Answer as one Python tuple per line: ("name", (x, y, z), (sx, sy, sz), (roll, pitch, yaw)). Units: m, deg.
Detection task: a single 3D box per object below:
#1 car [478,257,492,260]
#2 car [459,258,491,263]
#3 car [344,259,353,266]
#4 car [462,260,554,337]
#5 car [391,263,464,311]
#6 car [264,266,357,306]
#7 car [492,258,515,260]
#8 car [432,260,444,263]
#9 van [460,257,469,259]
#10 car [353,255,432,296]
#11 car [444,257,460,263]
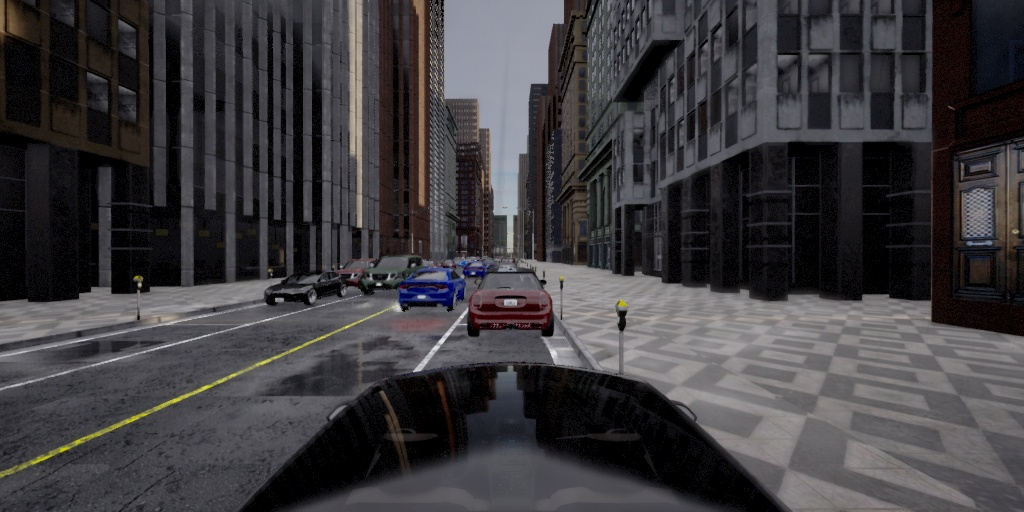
("car", (-3.045, 1.100, 48.184), (2.097, 1.767, 4.553), (0, 0, 0))
("car", (-3.145, 1.226, 31.427), (1.882, 1.535, 5.008), (0, 0, 0))
("car", (-8.908, 1.064, 21.556), (2.192, 1.841, 5.009), (0, 0, 0))
("car", (-0.033, 1.102, 10.470), (2.097, 1.767, 4.553), (0, 0, 0))
("car", (-3.047, 1.227, 14.559), (1.882, 1.535, 5.008), (0, 0, 0))
("car", (-8.908, 1.315, 15.920), (1.948, 1.339, 4.313), (0, 0, 0))
("car", (-0.383, 1.188, 27.203), (1.967, 1.591, 4.097), (0, 0, 0))
("car", (-8.908, 1.188, 38.467), (1.967, 1.591, 4.097), (0, 0, 0))
("van", (-8.908, 1.089, 61.014), (1.690, 1.789, 3.998), (0, 0, 0))
("car", (-6.246, 0.970, 19.596), (2.150, 2.045, 5.566), (0, 0, 0))
("car", (-8.908, 1.188, 49.741), (1.967, 1.591, 4.097), (0, 0, 0))
